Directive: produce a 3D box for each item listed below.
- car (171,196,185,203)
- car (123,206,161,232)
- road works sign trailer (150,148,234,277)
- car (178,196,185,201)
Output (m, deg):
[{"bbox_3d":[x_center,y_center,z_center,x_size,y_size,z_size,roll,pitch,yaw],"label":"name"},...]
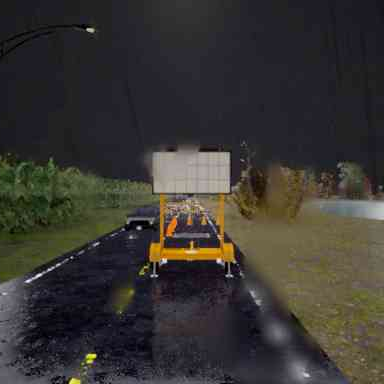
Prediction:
[{"bbox_3d":[-2.826,1.663,62.186,2.033,1.411,5.357,0,0,1],"label":"car"},{"bbox_3d":[-2.857,1.567,20.611,2.033,1.411,5.357,0,0,0],"label":"car"},{"bbox_3d":[-0.004,0.471,10.234,2.380,3.560,2.880,0,0,0],"label":"road works sign trailer"},{"bbox_3d":[-2.775,1.838,90.037,1.895,1.301,4.718,0,0,0],"label":"car"}]
